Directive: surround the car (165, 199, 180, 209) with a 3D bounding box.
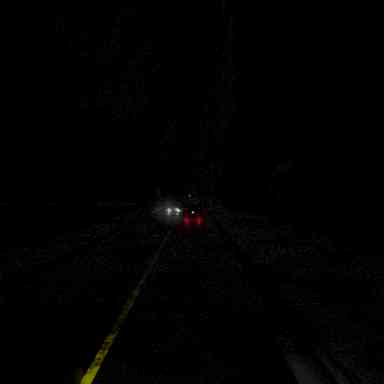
[{"bbox_3d":[-2.556,1.605,46.615,1.994,1.385,4.181,0,0,1],"label":"car"}]

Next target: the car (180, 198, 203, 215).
[{"bbox_3d":[0.093,1.618,33.614,1.895,1.301,4.718,0,0,0],"label":"car"}]
